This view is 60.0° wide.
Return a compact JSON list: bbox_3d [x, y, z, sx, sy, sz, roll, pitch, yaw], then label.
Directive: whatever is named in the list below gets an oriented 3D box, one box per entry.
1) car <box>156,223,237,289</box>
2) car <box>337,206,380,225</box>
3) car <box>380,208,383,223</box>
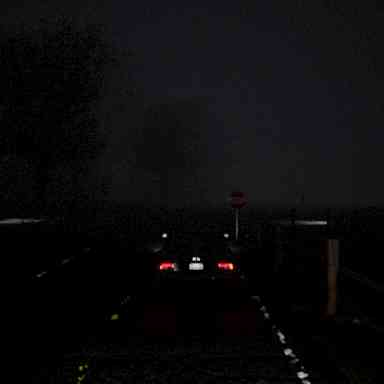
[{"bbox_3d":[0.099,1.568,9.282,2.033,1.411,5.357,0,0,0],"label":"car"},{"bbox_3d":[13.760,1.843,26.299,4.181,1.385,1.994,1,0,2],"label":"car"},{"bbox_3d":[15.990,1.878,23.255,4.181,1.385,1.994,1,0,2],"label":"car"}]
